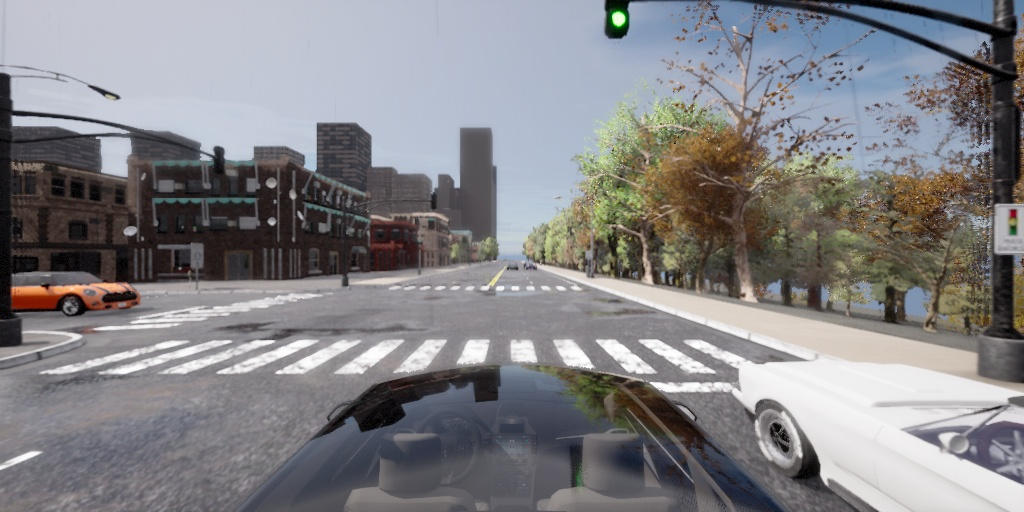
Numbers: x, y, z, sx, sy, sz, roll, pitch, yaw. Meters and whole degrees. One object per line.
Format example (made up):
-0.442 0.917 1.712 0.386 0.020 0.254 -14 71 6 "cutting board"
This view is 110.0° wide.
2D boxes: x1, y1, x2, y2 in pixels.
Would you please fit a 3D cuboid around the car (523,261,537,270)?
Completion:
3.351 1.868 62.871 1.895 1.301 4.718 0 0 0 "car"

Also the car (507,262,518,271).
0.090 1.829 62.590 1.994 1.385 4.181 0 0 1 "car"

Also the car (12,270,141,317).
-17.980 1.413 14.447 4.553 1.767 2.097 -1 0 -1 "car"

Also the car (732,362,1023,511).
3.351 1.352 1.789 1.895 1.301 4.718 0 0 0 "car"
